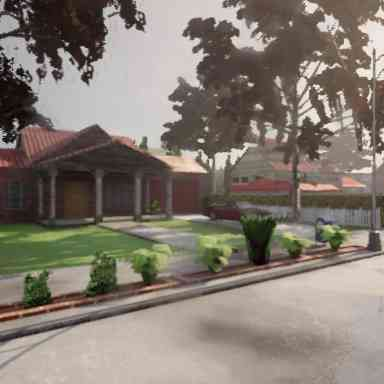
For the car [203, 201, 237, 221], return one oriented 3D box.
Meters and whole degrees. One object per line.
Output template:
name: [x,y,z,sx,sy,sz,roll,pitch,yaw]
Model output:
car: [2.894,1.325,22.070,2.033,1.415,5.357,0,0,-35]
